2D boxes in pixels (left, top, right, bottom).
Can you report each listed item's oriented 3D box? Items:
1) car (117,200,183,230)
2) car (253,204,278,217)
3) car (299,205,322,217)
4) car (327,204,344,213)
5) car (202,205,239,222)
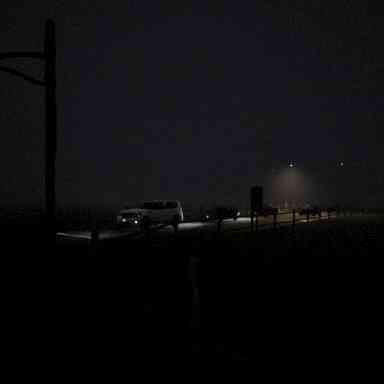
[{"bbox_3d":[-2.937,1.608,24.595,2.150,2.045,5.566,0,-1,36],"label":"car"},{"bbox_3d":[8.910,2.266,40.762,2.128,1.511,4.902,0,-1,36],"label":"car"},{"bbox_3d":[15.614,2.432,43.669,2.033,1.411,5.357,0,-1,34],"label":"car"},{"bbox_3d":[23.329,2.671,54.208,1.812,1.442,4.674,0,-1,37],"label":"car"},{"bbox_3d":[2.878,2.067,32.533,2.128,1.511,4.902,0,-1,36],"label":"car"}]
